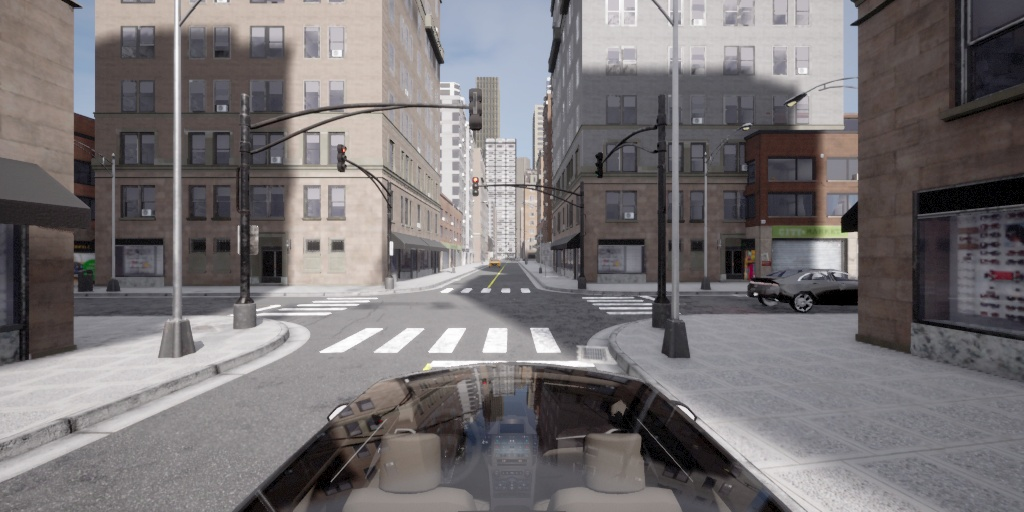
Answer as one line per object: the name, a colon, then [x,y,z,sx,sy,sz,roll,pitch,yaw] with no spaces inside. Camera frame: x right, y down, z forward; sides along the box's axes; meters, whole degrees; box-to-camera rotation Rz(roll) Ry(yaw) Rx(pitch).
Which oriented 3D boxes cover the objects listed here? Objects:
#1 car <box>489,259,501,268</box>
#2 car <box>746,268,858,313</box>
car: [-2.978,1.207,62.939,1.882,1.535,5.008,0,0,0]
car: [11.431,1.209,13.251,4.902,1.511,2.128,0,0,0]
